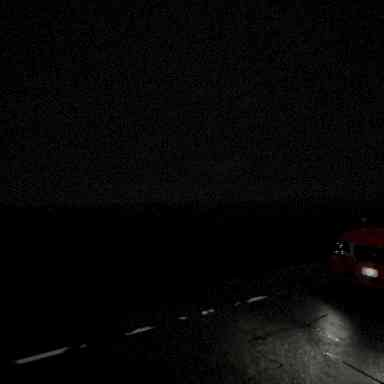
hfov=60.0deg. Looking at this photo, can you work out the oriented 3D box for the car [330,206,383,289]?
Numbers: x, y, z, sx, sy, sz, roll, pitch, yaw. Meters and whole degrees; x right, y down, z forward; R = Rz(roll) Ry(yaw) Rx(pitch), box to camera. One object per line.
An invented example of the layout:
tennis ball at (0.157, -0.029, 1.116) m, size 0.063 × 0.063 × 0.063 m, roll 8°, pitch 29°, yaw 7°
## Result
car at (5.711, 1.214, 8.055) m, size 5.566 × 2.045 × 2.150 m, roll 0°, pitch 0°, yaw -35°
